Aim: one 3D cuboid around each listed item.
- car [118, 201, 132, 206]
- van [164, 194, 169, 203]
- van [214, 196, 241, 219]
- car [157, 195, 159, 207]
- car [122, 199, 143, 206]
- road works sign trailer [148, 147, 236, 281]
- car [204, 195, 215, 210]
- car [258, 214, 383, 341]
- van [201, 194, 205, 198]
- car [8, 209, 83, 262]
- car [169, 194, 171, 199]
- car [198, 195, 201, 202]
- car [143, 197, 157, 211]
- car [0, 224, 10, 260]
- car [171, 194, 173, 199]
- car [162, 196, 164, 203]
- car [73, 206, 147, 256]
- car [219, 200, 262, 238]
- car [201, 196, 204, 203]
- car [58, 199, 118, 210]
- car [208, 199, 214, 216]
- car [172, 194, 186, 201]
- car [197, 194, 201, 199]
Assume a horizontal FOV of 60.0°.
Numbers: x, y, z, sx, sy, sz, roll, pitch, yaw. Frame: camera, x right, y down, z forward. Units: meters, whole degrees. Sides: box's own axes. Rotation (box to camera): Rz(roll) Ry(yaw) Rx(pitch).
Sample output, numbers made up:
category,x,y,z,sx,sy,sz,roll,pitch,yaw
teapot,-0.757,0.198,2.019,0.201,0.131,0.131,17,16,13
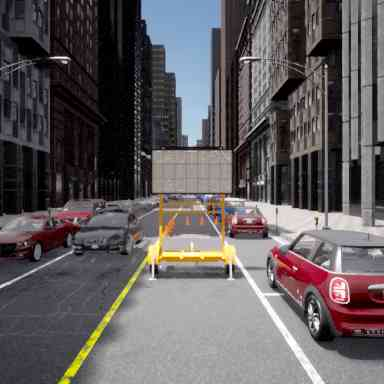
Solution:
category,x,y,z,sx,sy,sz,roll,pitch,yaw
car,-5.792,1.568,23.395,1.947,1.339,4.313,0,0,0
van,-5.844,1.348,62.849,1.690,1.788,3.998,0,0,0
van,2.733,1.343,23.416,1.690,1.788,3.998,0,0,0
car,-5.822,1.530,45.770,1.752,1.417,4.829,0,0,0
car,-5.799,1.443,29.032,1.967,1.590,4.097,0,0,0
road works sign trailer,0.001,0.465,9.865,2.380,3.560,2.880,0,0,0
car,2.719,1.318,34.690,2.192,1.841,5.009,0,0,0
car,2.755,1.441,6.505,1.967,1.590,4.097,0,0,0
van,2.696,1.347,51.600,1.690,1.788,3.998,0,0,0
car,-5.777,1.546,12.122,1.887,1.381,4.507,0,0,0
car,-5.852,1.533,68.315,1.752,1.417,4.829,0,0,0
car,2.680,1.573,62.873,1.947,1.339,4.313,0,0,0
car,-5.815,1.555,40.304,2.008,1.369,4.403,0,0,0
car,-5.770,1.566,6.486,1.947,1.339,4.313,0,0,0
car,-5.882,1.333,91.031,2.192,1.841,5.009,0,0,0
car,-5.829,1.445,51.576,1.967,1.590,4.097,0,0,0
car,-3.119,1.506,13.123,1.837,1.490,4.892,0,0,0
car,2.741,1.442,17.779,1.967,1.590,4.097,0,0,0
car,2.703,1.571,45.963,1.947,1.339,4.313,0,0,0
car,-5.784,1.316,17.758,2.192,1.841,5.009,0,0,0
car,2.725,1.547,29.052,1.887,1.381,4.507,0,0,0
car,-3.109,1.576,80.762,1.994,1.385,4.181,0,0,0
car,2.665,1.555,74.146,1.887,1.381,4.507,0,0,0
